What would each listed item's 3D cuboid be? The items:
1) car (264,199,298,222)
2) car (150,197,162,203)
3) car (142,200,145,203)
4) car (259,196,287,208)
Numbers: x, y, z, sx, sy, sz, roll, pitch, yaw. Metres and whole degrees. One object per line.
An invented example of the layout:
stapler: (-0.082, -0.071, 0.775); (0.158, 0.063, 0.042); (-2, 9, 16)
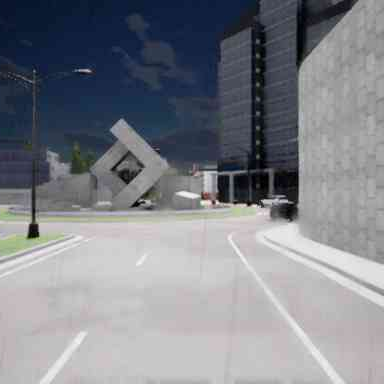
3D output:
car: (8.638, 1.701, 28.912); (1.882, 1.535, 5.008); (0, 0, 44)
car: (-9.818, 2.202, 87.902); (1.812, 1.442, 4.674); (0, 0, -1)
car: (-11.932, 2.109, 72.080); (1.994, 1.385, 4.181); (0, 0, 26)
car: (12.888, 1.628, 52.592); (2.150, 2.045, 5.566); (1, -1, -21)
